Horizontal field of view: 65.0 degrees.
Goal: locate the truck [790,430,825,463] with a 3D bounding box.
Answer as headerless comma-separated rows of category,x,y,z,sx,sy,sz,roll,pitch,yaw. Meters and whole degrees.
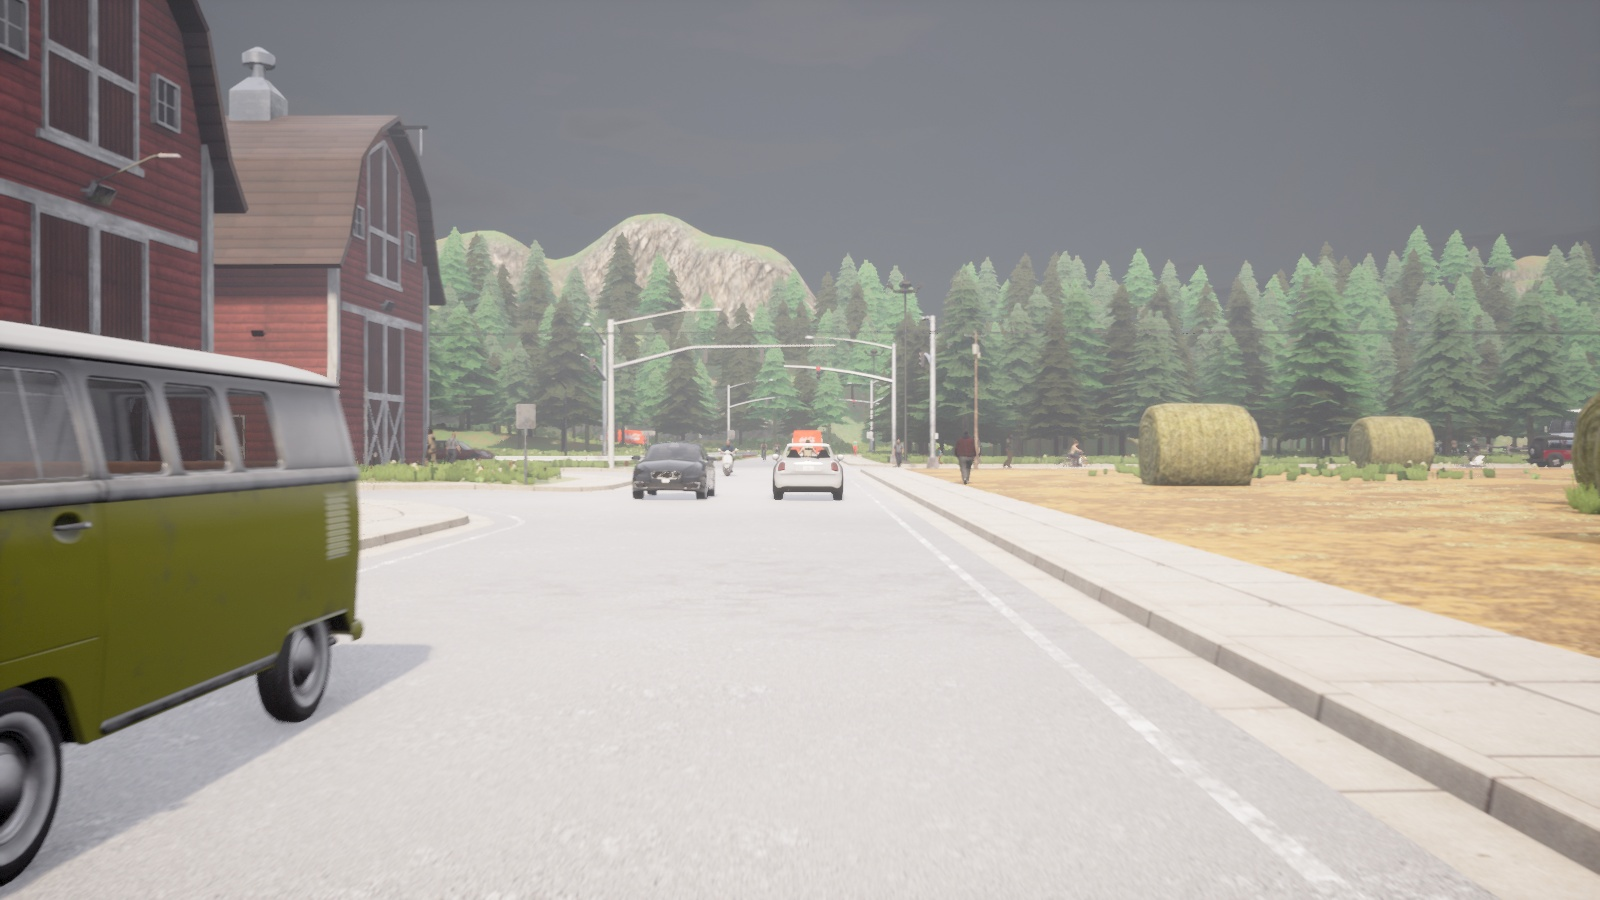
truck,0.570,-0.289,97.495,2.627,2.467,5.204,0,0,0

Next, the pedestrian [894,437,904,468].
pedestrian,5.862,0.152,74.418,0.540,1.848,0.694,0,0,1

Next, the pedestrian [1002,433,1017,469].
pedestrian,11.043,0.050,66.215,0.692,1.930,0.395,0,0,18

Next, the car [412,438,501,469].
car,-19.696,0.209,72.171,4.553,1.767,2.097,0,0,1

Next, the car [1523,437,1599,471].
car,43.186,0.205,70.675,3.866,1.878,1.905,0,0,1

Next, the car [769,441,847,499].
car,0.212,0.514,34.028,1.970,1.475,3.806,0,0,0

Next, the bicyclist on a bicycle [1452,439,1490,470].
bicyclist on a bicycle,39.667,0.257,74.260,1.843,1.776,0.659,0,0,1

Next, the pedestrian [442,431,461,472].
pedestrian,-15.846,0.057,57.125,0.540,1.848,0.694,0,0,13

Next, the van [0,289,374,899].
van,-3.454,0.466,5.315,1.775,1.987,4.442,0,0,0

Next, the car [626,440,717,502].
car,-3.294,0.521,33.095,1.837,1.490,4.892,1,0,0

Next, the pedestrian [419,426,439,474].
pedestrian,-14.960,-0.009,50.691,0.692,1.930,0.396,0,0,28

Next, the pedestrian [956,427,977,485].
pedestrian,5.353,0.183,40.366,0.634,1.844,0.899,0,0,7

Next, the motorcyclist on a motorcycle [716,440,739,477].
motorcyclist on a motorcycle,-3.172,0.366,54.923,0.866,1.590,1.817,0,0,0
